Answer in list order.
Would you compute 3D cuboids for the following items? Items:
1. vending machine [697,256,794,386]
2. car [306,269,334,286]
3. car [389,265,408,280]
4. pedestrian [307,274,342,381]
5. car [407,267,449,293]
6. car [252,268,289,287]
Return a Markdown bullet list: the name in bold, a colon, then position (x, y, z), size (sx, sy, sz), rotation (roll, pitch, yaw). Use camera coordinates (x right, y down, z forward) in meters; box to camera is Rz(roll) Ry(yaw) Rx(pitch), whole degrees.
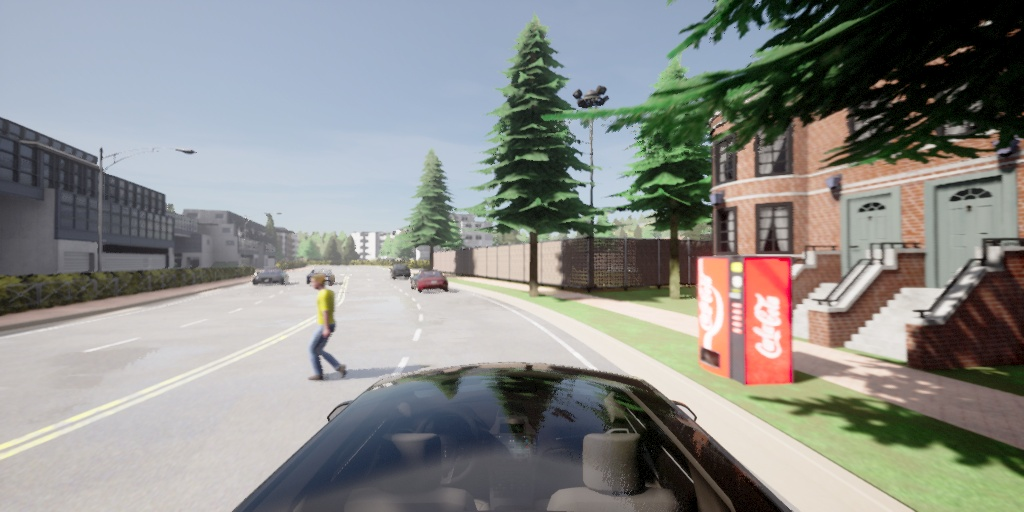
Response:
- **vending machine**: position (3.704, 0.988, 5.781), size (1.100, 2.100, 0.880), rotation (0, 0, -5)
- **car**: position (-16.011, 1.728, 30.035), size (1.895, 1.301, 4.718), rotation (0, -1, -24)
- **car**: position (-12.129, 1.736, 38.990), size (1.837, 1.490, 4.892), rotation (0, -1, -24)
- **pedestrian**: position (-3.118, 1.101, 5.912), size (0.375, 1.860, 0.375), rotation (0, -1, -6)
- **car**: position (-5.541, 1.596, 23.829), size (1.994, 1.385, 4.181), rotation (0, -1, -23)
- **car**: position (-19.354, 1.684, 28.941), size (1.994, 1.385, 4.181), rotation (0, -1, -24)
